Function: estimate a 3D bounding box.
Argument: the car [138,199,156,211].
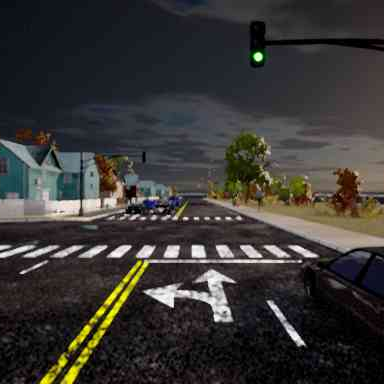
[{"bbox_3d":[-6.522,1.851,48.561,1.882,1.535,5.008,0,-1,0],"label":"car"}]

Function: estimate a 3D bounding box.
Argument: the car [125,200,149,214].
[{"bbox_3d":[-6.540,1.897,39.212,1.895,1.301,4.718,0,0,0],"label":"car"}]

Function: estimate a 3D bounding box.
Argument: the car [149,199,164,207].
[{"bbox_3d":[-6.476,1.969,60.847,2.128,1.511,4.902,0,-1,1],"label":"car"}]

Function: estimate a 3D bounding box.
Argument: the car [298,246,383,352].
[{"bbox_3d":[3.359,1.585,5.242,2.033,1.411,5.357,0,0,0],"label":"car"}]

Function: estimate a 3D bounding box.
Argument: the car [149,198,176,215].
[{"bbox_3d":[-3.292,1.779,38.125,2.128,1.511,4.902,0,0,0],"label":"car"}]

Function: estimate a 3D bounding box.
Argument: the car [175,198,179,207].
[{"bbox_3d":[-3.277,1.964,47.370,1.895,1.301,4.718,0,0,0],"label":"car"}]

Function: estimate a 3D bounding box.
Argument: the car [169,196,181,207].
[{"bbox_3d":[-3.238,1.695,60.117,2.150,2.045,5.566,0,-1,0],"label":"car"}]
